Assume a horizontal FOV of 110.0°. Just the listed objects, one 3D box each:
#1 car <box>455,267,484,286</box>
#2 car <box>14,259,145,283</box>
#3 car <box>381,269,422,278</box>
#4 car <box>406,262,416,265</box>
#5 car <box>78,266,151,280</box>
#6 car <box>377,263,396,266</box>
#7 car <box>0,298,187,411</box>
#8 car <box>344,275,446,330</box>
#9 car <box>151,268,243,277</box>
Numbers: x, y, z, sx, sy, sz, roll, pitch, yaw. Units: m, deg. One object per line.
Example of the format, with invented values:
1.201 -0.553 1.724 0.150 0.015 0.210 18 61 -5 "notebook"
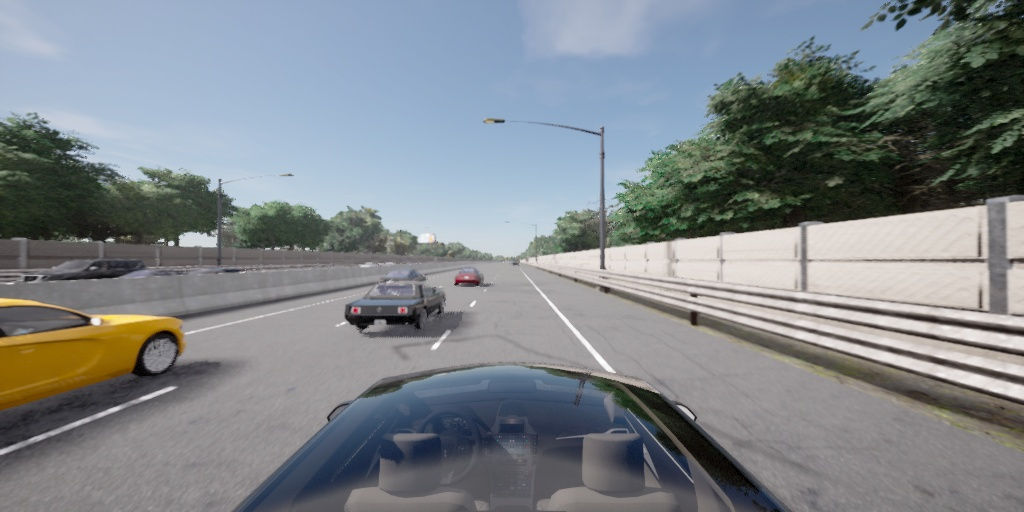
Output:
-3.397 1.600 28.890 1.994 1.385 4.181 0 -1 0 "car"
-24.595 1.177 20.962 2.150 2.045 5.566 0 -1 0 "car"
-6.898 1.525 23.180 2.033 1.411 5.357 0 -1 0 "car"
-17.515 1.859 61.673 2.128 1.511 4.902 0 -1 1 "car"
-21.097 1.504 21.041 2.033 1.411 5.357 0 -1 0 "car"
-21.009 1.889 61.667 1.812 1.442 4.674 0 -1 1 "car"
-6.907 1.258 4.502 1.882 1.535 5.008 0 -1 0 "car"
-3.400 1.456 11.488 1.895 1.301 4.718 0 -1 0 "car"
-17.596 1.460 20.988 1.837 1.490 4.892 0 -1 0 "car"
